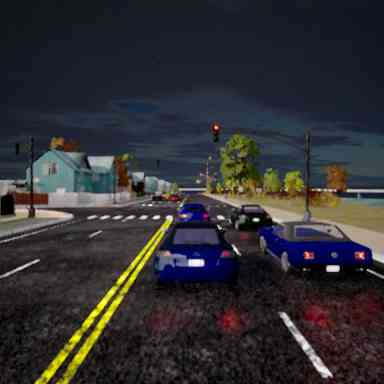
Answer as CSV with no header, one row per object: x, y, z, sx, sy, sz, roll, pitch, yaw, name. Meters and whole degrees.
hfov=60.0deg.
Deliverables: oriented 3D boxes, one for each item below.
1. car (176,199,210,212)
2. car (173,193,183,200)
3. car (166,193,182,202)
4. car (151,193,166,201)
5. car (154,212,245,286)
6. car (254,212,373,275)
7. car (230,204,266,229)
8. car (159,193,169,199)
0.086,1.368,19.478,1.812,1.442,4.674,0,0,-2,car
-3.248,0.960,78.643,2.128,1.511,4.902,0,0,0,car
-3.274,1.009,63.232,1.882,1.535,5.008,0,0,1,car
-6.525,1.095,63.239,1.994,1.385,4.181,0,0,1,car
0.099,1.488,9.223,1.994,1.385,4.181,0,1,0,car
3.354,1.518,10.106,1.895,1.301,4.718,0,0,0,car
3.350,1.407,19.387,1.994,1.385,4.181,0,0,0,car
-6.499,0.915,78.303,1.882,1.535,5.008,0,0,0,car
